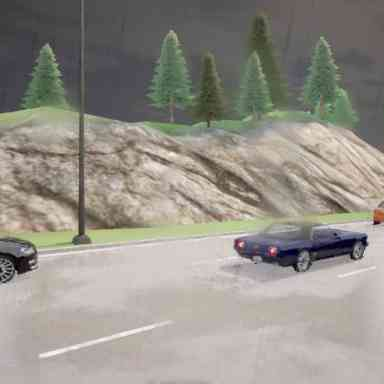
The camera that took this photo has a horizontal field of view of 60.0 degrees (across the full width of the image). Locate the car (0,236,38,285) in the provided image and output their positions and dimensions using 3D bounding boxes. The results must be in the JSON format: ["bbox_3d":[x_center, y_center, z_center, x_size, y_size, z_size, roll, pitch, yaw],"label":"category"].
[{"bbox_3d":[-6.326,1.491,7.835,4.902,1.511,2.128,0,0,-36],"label":"car"}]

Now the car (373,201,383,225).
[{"bbox_3d":[14.285,1.352,22.583,4.553,1.767,2.097,0,0,-36],"label":"car"}]

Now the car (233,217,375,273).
[{"bbox_3d":[3.657,1.600,10.665,4.718,1.301,1.895,0,0,-36],"label":"car"}]
